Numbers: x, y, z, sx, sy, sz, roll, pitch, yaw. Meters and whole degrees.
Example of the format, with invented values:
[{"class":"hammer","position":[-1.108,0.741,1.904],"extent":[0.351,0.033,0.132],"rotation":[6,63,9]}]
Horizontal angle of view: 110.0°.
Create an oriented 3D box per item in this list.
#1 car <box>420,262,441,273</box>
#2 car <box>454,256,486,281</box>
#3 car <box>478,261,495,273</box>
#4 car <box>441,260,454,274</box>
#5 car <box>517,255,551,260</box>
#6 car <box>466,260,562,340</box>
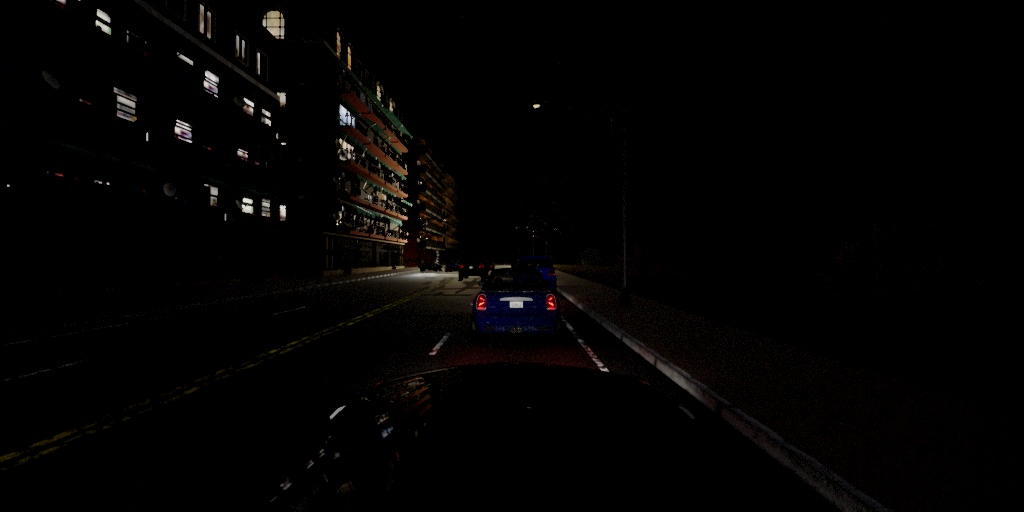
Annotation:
[{"class":"car","position":[-9.859,1.352,43.757],"extent":[1.895,1.301,4.718],"rotation":[0,0,0]},{"class":"car","position":[-3.157,0.976,30.364],"extent":[2.150,2.045,5.566],"rotation":[0,0,0]},{"class":"car","position":[-3.158,1.352,45.691],"extent":[1.895,1.301,4.718],"rotation":[0,0,0]},{"class":"car","position":[-6.609,1.229,41.878],"extent":[1.882,1.535,5.008],"rotation":[0,0,0]},{"class":"car","position":[1.132,0.977,19.703],"extent":[2.150,2.045,5.566],"rotation":[0,0,0]},{"class":"car","position":[0.095,1.103,10.128],"extent":[2.097,1.767,4.553],"rotation":[0,0,0]}]
